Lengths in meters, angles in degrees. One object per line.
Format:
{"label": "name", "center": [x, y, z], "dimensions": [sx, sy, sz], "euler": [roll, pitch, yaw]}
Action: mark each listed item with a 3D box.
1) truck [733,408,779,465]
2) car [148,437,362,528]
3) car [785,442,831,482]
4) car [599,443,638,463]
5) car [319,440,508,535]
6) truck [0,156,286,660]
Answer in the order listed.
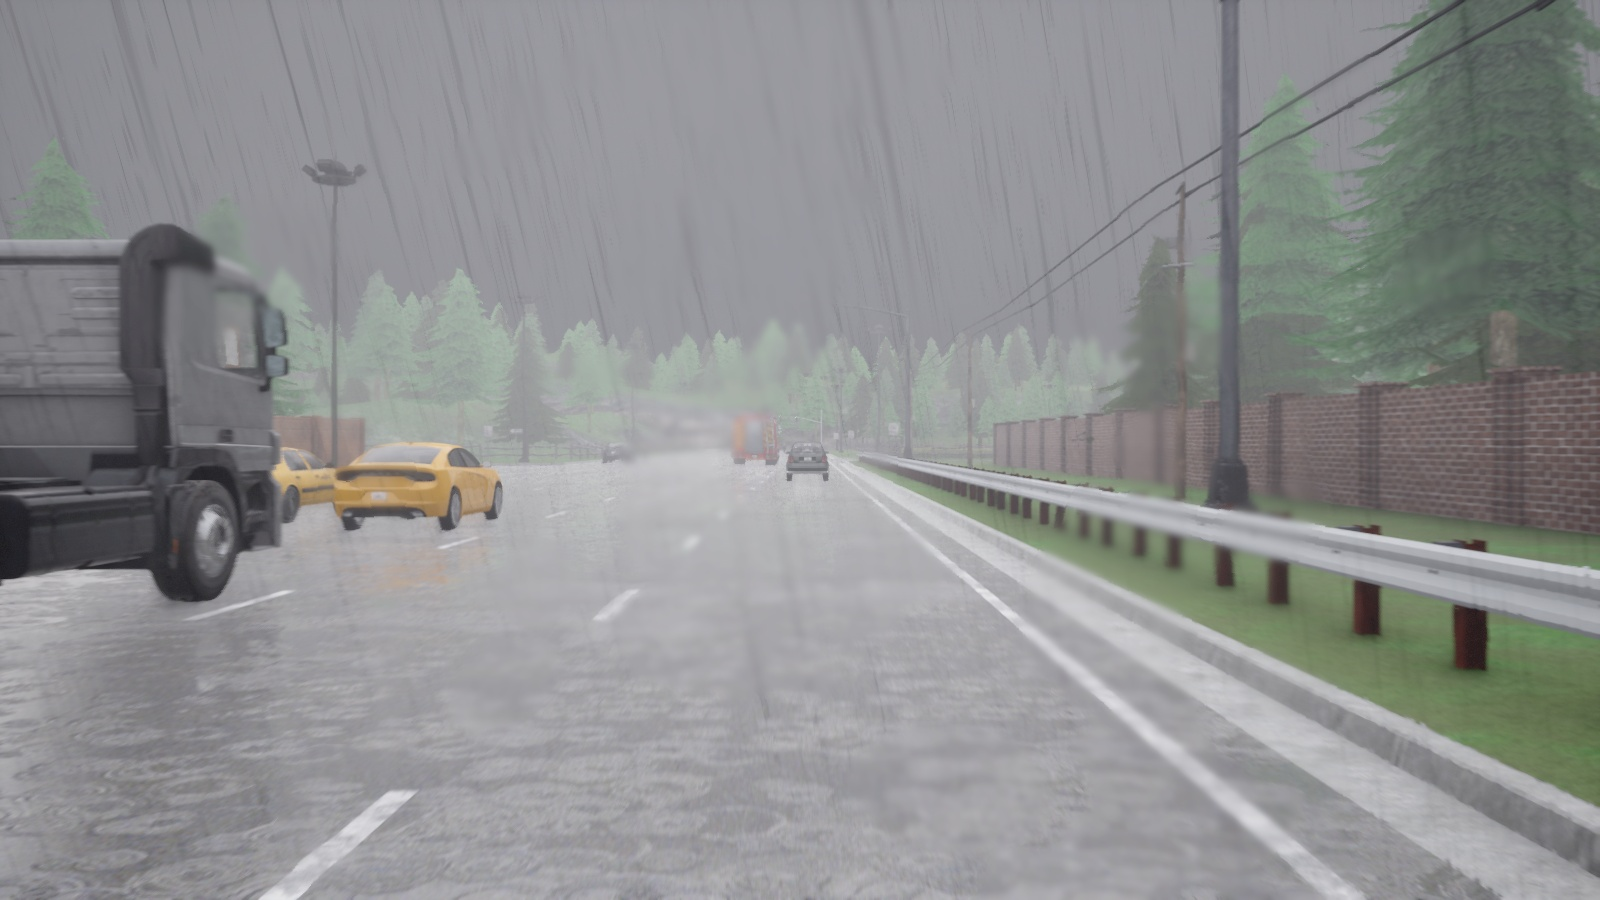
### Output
{"label": "truck", "center": [-2.984, -0.911, 88.007], "dimensions": [2.891, 3.827, 8.468], "euler": [0, 0, 0]}
{"label": "car", "center": [-10.346, 0.541, 24.383], "dimensions": [1.801, 1.575, 5.366], "euler": [0, 0, 0]}
{"label": "car", "center": [0.303, 0.442, 50.765], "dimensions": [1.789, 1.549, 3.705], "euler": [0, 0, 0]}
{"label": "car", "center": [-13.455, 0.215, 93.373], "dimensions": [2.163, 1.488, 4.792], "euler": [0, 0, 0]}
{"label": "car", "center": [-6.855, 0.591, 22.872], "dimensions": [1.882, 1.535, 5.008], "euler": [0, 0, 0]}
{"label": "truck", "center": [-6.931, -0.293, 9.390], "dimensions": [2.891, 3.462, 7.936], "euler": [0, 0, 0]}
